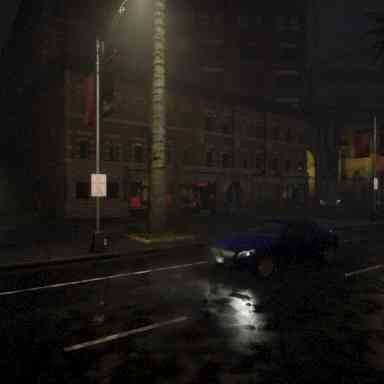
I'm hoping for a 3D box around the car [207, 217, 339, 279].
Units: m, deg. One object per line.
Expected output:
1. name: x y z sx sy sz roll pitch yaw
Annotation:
1. car: 2.631 1.526 10.161 4.674 1.442 1.812 0 0 -35
